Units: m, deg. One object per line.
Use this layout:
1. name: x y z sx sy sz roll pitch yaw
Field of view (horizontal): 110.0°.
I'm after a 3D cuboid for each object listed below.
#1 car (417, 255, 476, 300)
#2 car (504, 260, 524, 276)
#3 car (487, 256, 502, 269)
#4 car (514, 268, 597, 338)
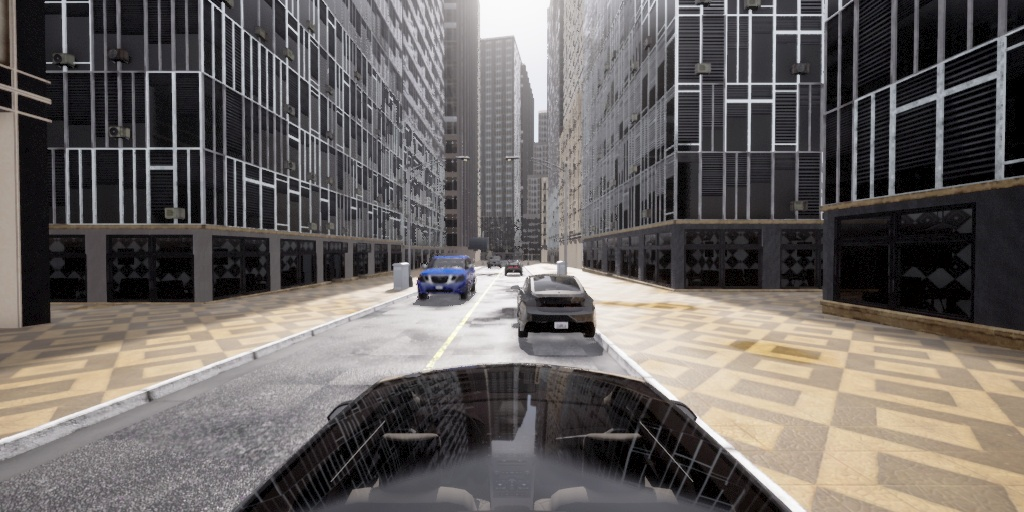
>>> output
1. car: -3.057 0.971 17.858 2.150 2.045 5.566 0 0 0
2. car: 0.172 1.263 37.860 1.837 1.490 4.892 0 0 0
3. car: -2.844 0.998 58.836 2.150 2.045 5.566 0 0 0
4. car: 1.073 1.255 10.183 1.837 1.490 4.892 0 0 0
